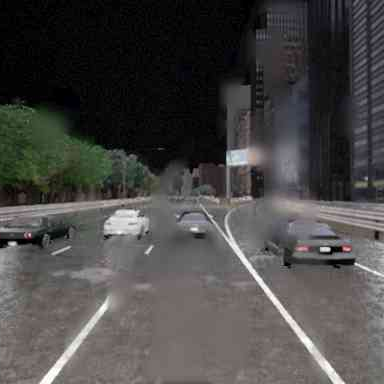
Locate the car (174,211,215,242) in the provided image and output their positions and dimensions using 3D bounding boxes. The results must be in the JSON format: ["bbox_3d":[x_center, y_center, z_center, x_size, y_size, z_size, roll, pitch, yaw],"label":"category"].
[{"bbox_3d":[0.117,1.697,17.275,1.994,1.385,4.181,0,0,0],"label":"car"}]

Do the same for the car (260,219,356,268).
[{"bbox_3d":[3.707,1.637,11.589,2.033,1.411,5.357,0,0,2],"label":"car"}]

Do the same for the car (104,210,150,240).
[{"bbox_3d":[-3.383,1.662,17.749,1.812,1.442,4.674,0,0,0],"label":"car"}]

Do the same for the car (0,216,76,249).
[{"bbox_3d":[-6.890,1.716,15.033,1.895,1.301,4.718,0,0,0],"label":"car"}]
